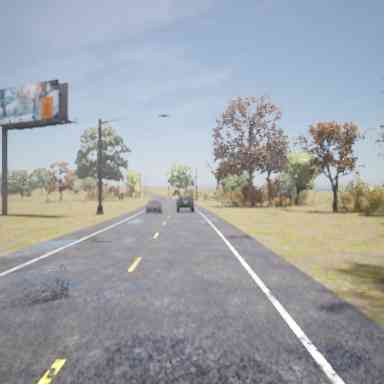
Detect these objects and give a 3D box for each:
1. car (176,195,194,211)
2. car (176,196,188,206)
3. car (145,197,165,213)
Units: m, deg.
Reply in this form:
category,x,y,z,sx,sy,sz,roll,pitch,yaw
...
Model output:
category,x,y,z,sx,sy,sz,roll,pitch,yaw
car,-0.895,1.417,43.421,2.150,2.045,5.566,0,0,-3
car,-1.943,1.616,62.660,2.097,1.767,4.553,0,0,-4
car,-4.409,1.690,39.147,1.837,1.490,4.892,0,-1,-2
